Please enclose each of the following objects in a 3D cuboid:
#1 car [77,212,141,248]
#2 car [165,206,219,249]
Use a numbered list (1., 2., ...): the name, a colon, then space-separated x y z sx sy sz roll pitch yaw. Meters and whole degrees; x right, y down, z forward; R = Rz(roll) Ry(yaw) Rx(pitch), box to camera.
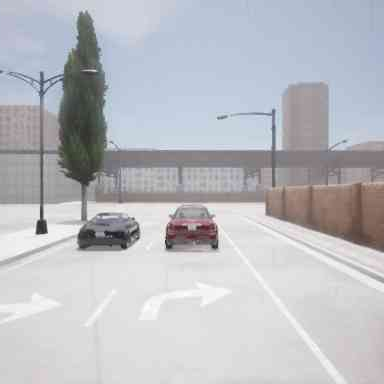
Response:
1. car: -3.500 1.572 14.650 1.994 1.385 4.181 0 0 0
2. car: 0.000 1.366 14.620 2.097 1.767 4.553 0 0 0
